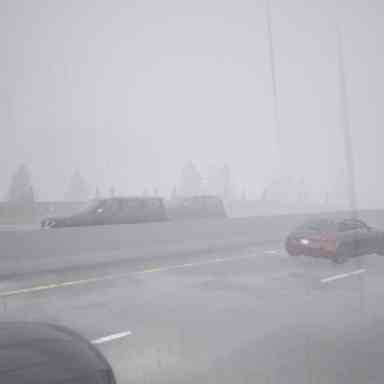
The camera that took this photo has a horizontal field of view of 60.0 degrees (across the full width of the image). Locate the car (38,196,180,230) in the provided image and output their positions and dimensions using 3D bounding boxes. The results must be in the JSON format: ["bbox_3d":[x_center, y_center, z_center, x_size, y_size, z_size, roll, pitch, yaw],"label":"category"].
[{"bbox_3d":[-3.558,1.217,14.352,5.566,2.045,2.150,0,0,-35],"label":"car"}]

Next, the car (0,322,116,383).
[{"bbox_3d":[-2.812,1.508,1.748,4.892,1.490,1.837,0,0,-35],"label":"car"}]

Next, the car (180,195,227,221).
[{"bbox_3d":[-0.315,1.211,20.962,5.566,2.045,2.150,0,0,-35],"label":"car"}]

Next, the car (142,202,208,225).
[{"bbox_3d":[-1.186,1.513,24.639,4.674,1.442,1.812,0,0,-35],"label":"car"}]

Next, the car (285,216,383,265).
[{"bbox_3d":[5.233,1.554,11.777,4.181,1.385,1.994,0,0,-35],"label":"car"}]
